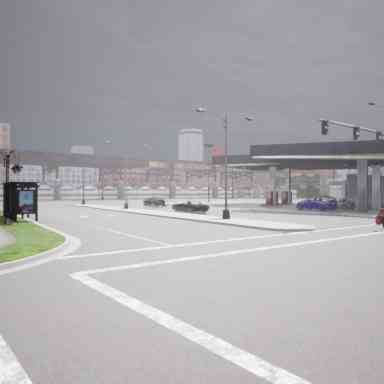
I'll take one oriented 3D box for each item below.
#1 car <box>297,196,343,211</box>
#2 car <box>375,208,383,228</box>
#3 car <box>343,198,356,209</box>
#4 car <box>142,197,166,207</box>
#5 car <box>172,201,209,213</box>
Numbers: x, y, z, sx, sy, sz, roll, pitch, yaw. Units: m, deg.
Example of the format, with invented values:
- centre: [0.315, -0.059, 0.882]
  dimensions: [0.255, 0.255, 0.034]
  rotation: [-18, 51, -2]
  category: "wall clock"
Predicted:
- centre: [14.306, 1.295, 38.319]
  dimensions: [2.242, 1.667, 4.611]
  rotation: [0, 0, -35]
  category: "car"
- centre: [12.827, 1.221, 17.537]
  dimensions: [2.150, 2.045, 5.566]
  rotation: [0, 0, -35]
  category: "car"
- centre: [18.580, 1.456, 42.233]
  dimensions: [1.970, 1.475, 3.806]
  rotation: [0, 0, -35]
  category: "car"
- centre: [-5.779, 1.505, 50.297]
  dimensions: [1.837, 1.490, 4.892]
  rotation: [0, 0, -35]
  category: "car"
- centre: [-0.270, 1.601, 36.293]
  dimensions: [1.895, 1.301, 4.718]
  rotation: [0, 0, -35]
  category: "car"
